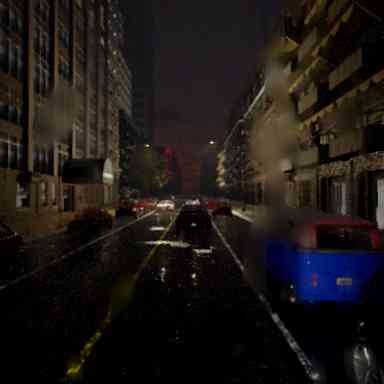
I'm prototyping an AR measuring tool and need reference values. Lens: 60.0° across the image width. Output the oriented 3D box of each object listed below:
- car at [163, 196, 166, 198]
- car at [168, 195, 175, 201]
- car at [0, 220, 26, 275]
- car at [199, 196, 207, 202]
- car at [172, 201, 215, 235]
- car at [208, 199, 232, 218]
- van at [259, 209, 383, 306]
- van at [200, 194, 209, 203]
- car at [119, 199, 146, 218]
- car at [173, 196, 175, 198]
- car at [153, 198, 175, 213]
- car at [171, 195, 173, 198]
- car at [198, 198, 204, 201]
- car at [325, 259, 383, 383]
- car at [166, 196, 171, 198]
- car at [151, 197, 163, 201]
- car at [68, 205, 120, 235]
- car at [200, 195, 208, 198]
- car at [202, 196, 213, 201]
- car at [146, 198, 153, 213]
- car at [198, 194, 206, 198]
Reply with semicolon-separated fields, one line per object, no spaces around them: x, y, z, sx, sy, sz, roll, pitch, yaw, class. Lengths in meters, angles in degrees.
-5.688;1.630;53.025;1.947;1.339;4.313;1;0;0;car
-5.694;1.611;92.450;1.752;1.417;4.829;1;0;0;car
-5.680;1.461;7.772;1.967;1.590;4.097;1;0;0;car
2.694;1.633;81.271;1.947;1.339;4.313;1;0;0;car
0.086;1.503;19.187;1.882;1.535;5.008;0;0;0;car
2.695;1.615;30.363;1.802;1.307;4.206;1;0;0;car
2.701;1.348;7.738;1.690;1.788;3.998;1;0;0;van
2.692;1.403;69.959;1.690;1.788;3.998;1;0;0;van
-5.684;1.487;30.398;1.967;1.590;4.097;1;0;0;car
-5.693;1.632;81.308;2.008;1.369;4.403;1;0;0;car
-3.007;1.651;38.419;1.895;1.301;4.718;0;0;0;car
-5.691;1.626;69.994;2.008;1.369;4.403;1;0;0;car
0.089;1.645;37.225;1.895;1.301;4.718;0;0;0;car
2.699;1.565;2.080;1.947;1.339;4.313;1;0;0;car
-5.690;1.617;64.338;1.887;1.381;4.507;1;0;0;car
-5.686;1.501;47.369;1.967;1.590;4.097;1;0;0;car
-5.684;1.617;19.085;1.802;1.307;4.206;1;0;0;car
2.692;1.602;52.990;2.008;1.369;4.403;1;0;0;car
2.693;1.629;47.334;1.802;1.307;4.206;1;0;0;car
-5.686;1.634;36.053;1.802;1.307;4.206;1;0;0;car
2.690;1.609;64.303;2.008;1.369;4.403;1;0;0;car
